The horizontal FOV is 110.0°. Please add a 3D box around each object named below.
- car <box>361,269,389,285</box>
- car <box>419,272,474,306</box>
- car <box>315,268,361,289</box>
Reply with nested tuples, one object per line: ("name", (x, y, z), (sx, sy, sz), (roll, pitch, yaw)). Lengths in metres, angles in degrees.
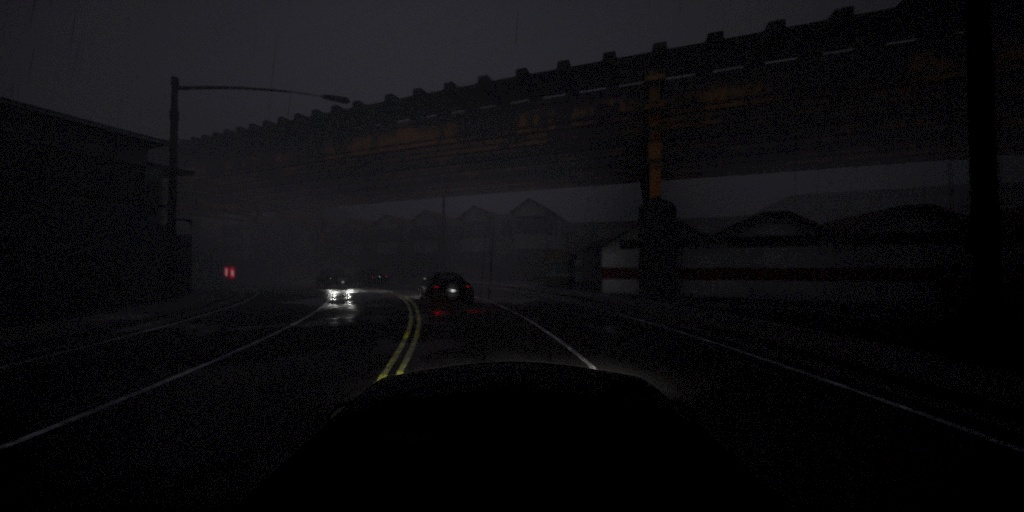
("car", (-13.164, 1.915, 32.774), (2.033, 1.411, 5.357), (1, -3, -44))
("car", (-3.155, 1.455, 16.820), (1.994, 1.385, 4.181), (0, -1, -20))
("car", (-13.848, 1.702, 27.874), (2.128, 1.511, 4.902), (1, -3, -41))
